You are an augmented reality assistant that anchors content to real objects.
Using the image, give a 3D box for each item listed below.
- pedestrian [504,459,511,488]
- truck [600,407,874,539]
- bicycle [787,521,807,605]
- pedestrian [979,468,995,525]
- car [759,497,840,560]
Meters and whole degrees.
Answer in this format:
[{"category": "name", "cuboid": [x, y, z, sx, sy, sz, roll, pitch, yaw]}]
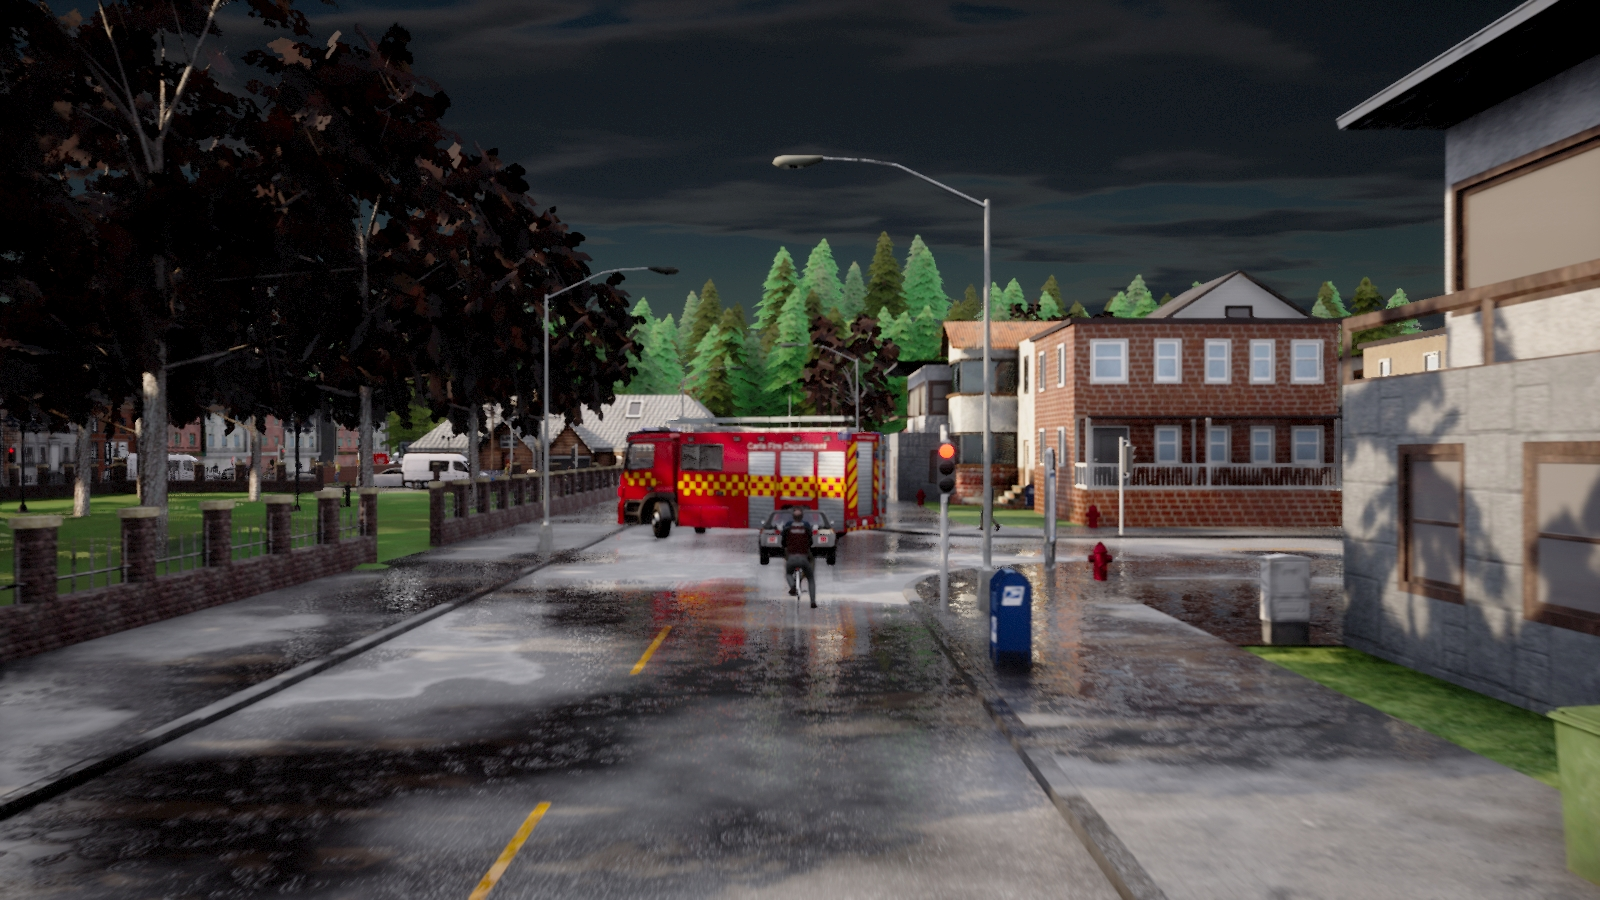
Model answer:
[{"category": "pedestrian", "cuboid": [-19.029, 1.526, 74.400, 0.375, 1.860, 0.375, 0, 0, -1]}, {"category": "truck", "cuboid": [-2.105, 0.671, 36.555, 8.468, 3.827, 2.891, 0, 0, 27]}, {"category": "bicycle", "cuboid": [-0.054, 1.940, 19.989, 0.329, 1.271, 1.835, 0, 0, 0]}, {"category": "pedestrian", "cuboid": [6.149, 1.516, 37.514, 0.375, 1.860, 0.375, 0, 0, 40]}, {"category": "car", "cuboid": [-0.027, 1.935, 29.121, 1.895, 1.301, 4.718, 0, 0, 0]}]
